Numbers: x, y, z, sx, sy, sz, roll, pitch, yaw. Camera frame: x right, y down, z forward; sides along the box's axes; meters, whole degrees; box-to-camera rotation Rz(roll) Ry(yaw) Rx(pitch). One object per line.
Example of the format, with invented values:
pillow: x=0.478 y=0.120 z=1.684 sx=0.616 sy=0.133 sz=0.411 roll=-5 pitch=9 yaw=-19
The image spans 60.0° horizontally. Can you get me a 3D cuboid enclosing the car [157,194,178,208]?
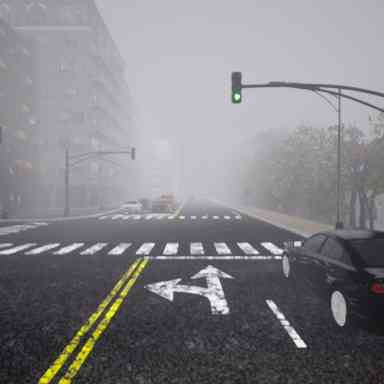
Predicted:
car: x=-3.500 y=1.362 z=47.124 sx=2.150 sy=2.045 sz=5.566 roll=0 pitch=0 yaw=0

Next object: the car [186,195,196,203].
car: x=-0.256 y=1.606 z=78.369 sx=2.097 sy=1.767 sz=4.553 roll=0 pitch=0 yaw=0

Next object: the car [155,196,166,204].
car: x=-6.732 y=1.702 z=71.157 sx=1.882 sy=1.535 sz=5.008 roll=0 pitch=0 yaw=0

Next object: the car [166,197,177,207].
car: x=-3.522 y=1.704 z=57.798 sx=1.812 sy=1.442 sz=4.674 roll=0 pitch=0 yaw=-1

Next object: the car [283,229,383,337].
car: x=3.332 y=1.497 z=6.870 sx=1.882 sy=1.535 sz=5.008 roll=0 pitch=0 yaw=0

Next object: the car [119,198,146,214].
car: x=-6.720 y=1.634 z=37.143 sx=1.812 sy=1.442 sz=4.674 roll=0 pitch=0 yaw=0

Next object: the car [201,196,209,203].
car: x=2.995 y=1.777 z=78.519 sx=2.128 sy=1.511 sz=4.902 roll=0 pitch=0 yaw=0

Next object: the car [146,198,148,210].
car: x=-6.747 y=1.616 z=46.331 sx=1.882 sy=1.535 sz=5.008 roll=0 pitch=0 yaw=0

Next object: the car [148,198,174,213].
car: x=-3.464 y=1.674 z=37.765 sx=1.994 sy=1.385 sz=4.181 roll=0 pitch=0 yaw=1

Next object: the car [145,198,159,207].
car: x=-6.768 y=1.776 z=56.974 sx=1.895 sy=1.301 sz=4.718 roll=0 pitch=0 yaw=0
